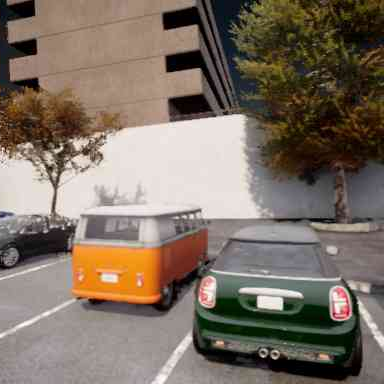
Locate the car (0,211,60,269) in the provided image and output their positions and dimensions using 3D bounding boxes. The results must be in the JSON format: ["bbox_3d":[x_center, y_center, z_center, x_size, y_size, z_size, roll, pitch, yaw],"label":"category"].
[{"bbox_3d":[-5.713,1.502,11.395,2.231,1.521,4.892,1,-1,16],"label":"car"}]

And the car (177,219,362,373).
[{"bbox_3d":[1.537,1.374,6.026,2.185,1.767,4.553,0,-1,16],"label":"car"}]

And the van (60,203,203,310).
[{"bbox_3d":[-0.840,1.276,7.952,1.878,1.987,4.442,0,-1,16],"label":"van"}]
